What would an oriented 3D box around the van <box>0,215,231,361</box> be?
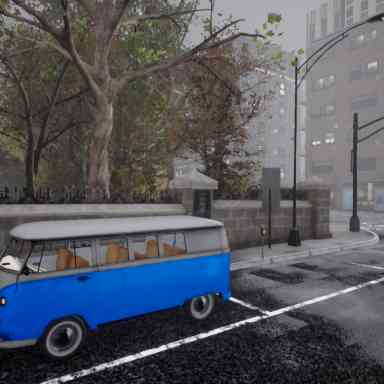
[{"bbox_3d":[-1.188,1.342,5.642,3.998,1.788,1.690,0,1,-35],"label":"van"}]
